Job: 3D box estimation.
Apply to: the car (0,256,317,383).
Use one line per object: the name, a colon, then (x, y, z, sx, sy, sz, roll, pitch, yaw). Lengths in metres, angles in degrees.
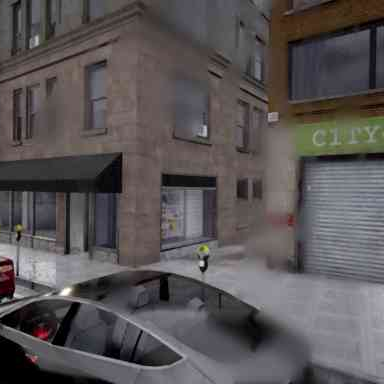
car: (-0.906, 1.565, 3.597, 4.313, 1.339, 1.947, 0, 1, 35)
